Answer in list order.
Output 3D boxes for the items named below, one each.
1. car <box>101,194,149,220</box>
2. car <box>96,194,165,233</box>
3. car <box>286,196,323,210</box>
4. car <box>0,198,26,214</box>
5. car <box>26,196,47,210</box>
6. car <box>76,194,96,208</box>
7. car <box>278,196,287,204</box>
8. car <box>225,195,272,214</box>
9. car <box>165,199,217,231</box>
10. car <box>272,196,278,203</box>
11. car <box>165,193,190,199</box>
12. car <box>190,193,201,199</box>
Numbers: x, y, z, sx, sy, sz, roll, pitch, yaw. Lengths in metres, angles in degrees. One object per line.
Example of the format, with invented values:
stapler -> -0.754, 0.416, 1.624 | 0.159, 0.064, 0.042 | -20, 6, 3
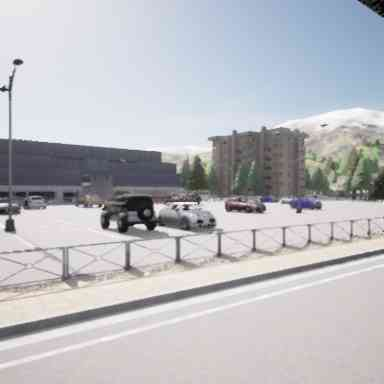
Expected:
car -> -5.320, 1.085, 26.068 | 1.932, 1.855, 4.605 | 0, 0, -36
car -> -3.379, 1.068, 17.765 | 1.905, 1.878, 3.866 | 0, 0, -36
car -> 13.321, 1.302, 38.599 | 1.845, 1.501, 3.633 | 0, 0, -36
car -> -16.808, 1.283, 30.120 | 2.007, 1.523, 4.514 | 0, 0, -36
car -> -17.966, 1.214, 37.979 | 1.970, 1.475, 3.806 | 0, 0, -36
car -> -12.952, 1.134, 41.999 | 2.152, 1.636, 5.027 | 0, 0, -36
car -> 16.609, 1.359, 54.532 | 1.970, 1.475, 3.806 | 0, 0, -36
car -> 5.195, 1.283, 32.783 | 2.007, 1.523, 4.514 | 0, 0, -36
car -> -0.325, 1.351, 19.216 | 1.970, 1.475, 3.806 | 0, 0, -36
car -> 14.681, 1.345, 62.292 | 1.845, 1.501, 3.633 | 0, 0, -36
car -> -2.580, 1.054, 49.489 | 1.905, 1.878, 3.866 | 0, 0, -36
car -> -0.466, 1.074, 51.524 | 1.932, 1.855, 4.605 | 0, 0, -36
